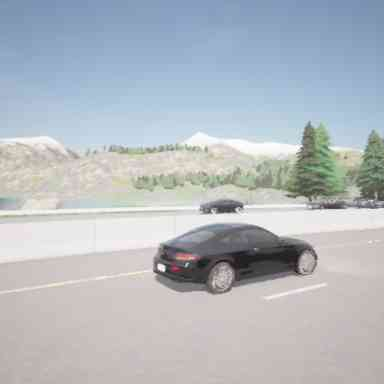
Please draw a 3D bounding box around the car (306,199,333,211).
[{"bbox_3d":[14.484,1.457,35.648,4.902,1.511,2.128,0,0,-23],"label":"car"}]

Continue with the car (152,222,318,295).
[{"bbox_3d":[1.246,1.511,8.655,4.674,1.442,1.812,0,0,-33],"label":"car"}]

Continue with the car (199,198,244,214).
[{"bbox_3d":[3.079,1.446,34.114,4.892,1.490,1.837,0,0,-27],"label":"car"}]

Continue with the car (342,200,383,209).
[{"bbox_3d":[15.615,1.583,28.547,4.718,1.301,1.895,0,0,-24],"label":"car"}]

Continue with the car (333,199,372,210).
[{"bbox_3d":[16.916,1.468,32.884,4.902,1.511,2.128,0,0,-23],"label":"car"}]
